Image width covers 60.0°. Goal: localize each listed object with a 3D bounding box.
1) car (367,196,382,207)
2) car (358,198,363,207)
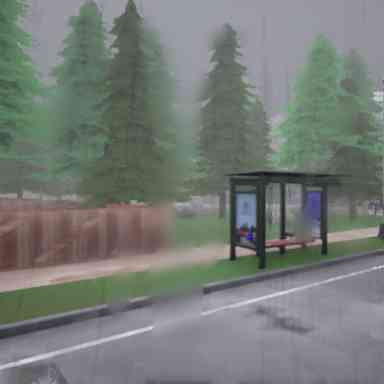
[{"bbox_3d":[28.614,1.339,50.829,4.605,1.855,1.932,0,0,-37],"label":"car"},{"bbox_3d":[26.793,1.343,52.605,3.866,1.878,1.905,0,0,-37],"label":"car"}]
